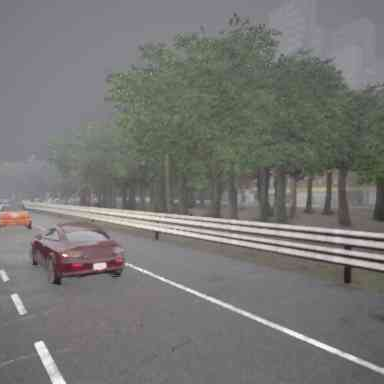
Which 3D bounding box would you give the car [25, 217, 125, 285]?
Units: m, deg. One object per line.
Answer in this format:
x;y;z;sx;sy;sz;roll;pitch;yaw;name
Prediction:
-3.523;1.645;9.922;1.812;1.442;4.674;1;-1;-34;car

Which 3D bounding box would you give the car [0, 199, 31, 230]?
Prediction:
-12.689;1.625;23.302;2.097;1.767;4.553;1;-1;-34;car
